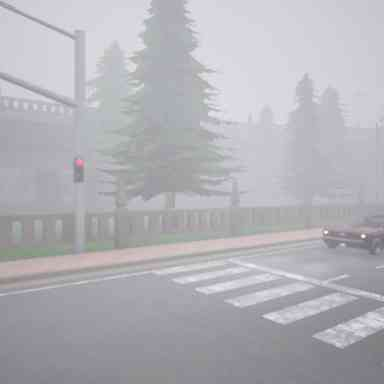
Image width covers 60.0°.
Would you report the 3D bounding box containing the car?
[{"bbox_3d":[7.346,1.633,13.495,4.718,1.301,1.895,0,0,-35],"label":"car"}]
